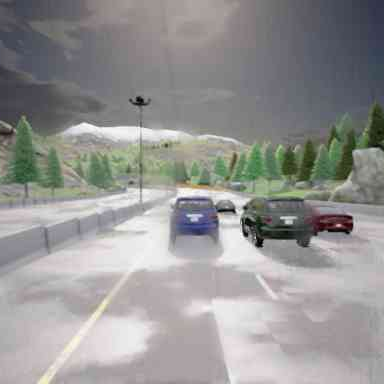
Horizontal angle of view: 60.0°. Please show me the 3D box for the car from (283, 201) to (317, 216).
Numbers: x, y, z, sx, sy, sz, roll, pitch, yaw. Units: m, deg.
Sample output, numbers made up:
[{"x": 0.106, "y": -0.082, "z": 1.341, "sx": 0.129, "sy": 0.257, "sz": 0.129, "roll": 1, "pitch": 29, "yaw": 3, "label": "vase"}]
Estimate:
[{"x": 10.611, "y": 1.580, "z": 33.106, "sx": 1.895, "sy": 1.301, "sz": 4.718, "roll": 0, "pitch": 0, "yaw": 0, "label": "car"}]

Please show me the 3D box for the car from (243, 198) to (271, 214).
[{"x": 7.112, "y": 1.467, "z": 36.783, "sx": 2.128, "sy": 1.511, "sz": 4.902, "roll": 0, "pitch": 0, "yaw": 0, "label": "car"}]

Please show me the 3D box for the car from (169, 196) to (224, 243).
[{"x": 0.106, "y": 1.211, "z": 16.202, "sx": 2.150, "sy": 2.045, "sz": 5.566, "roll": 0, "pitch": 0, "yaw": 0, "label": "car"}]

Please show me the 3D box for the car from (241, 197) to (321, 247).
[{"x": 3.605, "y": 1.212, "z": 15.048, "sx": 2.150, "sy": 2.045, "sz": 5.566, "roll": 0, "pitch": 0, "yaw": 0, "label": "car"}]

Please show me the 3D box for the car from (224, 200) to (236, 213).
[{"x": 3.612, "y": 1.540, "z": 36.375, "sx": 1.994, "sy": 1.385, "sz": 4.181, "roll": 0, "pitch": 0, "yaw": 0, "label": "car"}]

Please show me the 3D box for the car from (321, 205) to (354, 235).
[{"x": 7.106, "y": 1.466, "z": 18.572, "sx": 1.882, "sy": 1.535, "sz": 5.008, "roll": 0, "pitch": 0, "yaw": 0, "label": "car"}]

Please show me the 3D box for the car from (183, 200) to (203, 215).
[{"x": 0.112, "y": 1.578, "z": 34.929, "sx": 1.895, "sy": 1.301, "sz": 4.718, "roll": 0, "pitch": 0, "yaw": 0, "label": "car"}]
